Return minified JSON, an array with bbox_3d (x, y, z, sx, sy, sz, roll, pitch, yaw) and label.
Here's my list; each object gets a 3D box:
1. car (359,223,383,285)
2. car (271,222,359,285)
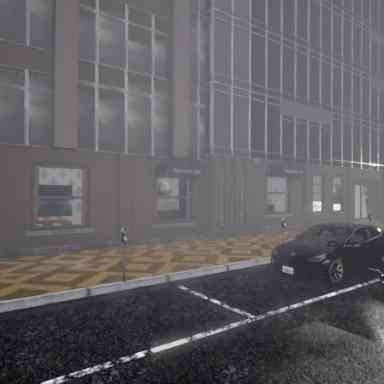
[{"bbox_3d":[6.363,1.493,7.927,4.902,1.511,2.128,0,0,-36],"label":"car"},{"bbox_3d":[4.157,1.567,9.526,4.313,1.339,1.947,0,0,-36],"label":"car"}]
